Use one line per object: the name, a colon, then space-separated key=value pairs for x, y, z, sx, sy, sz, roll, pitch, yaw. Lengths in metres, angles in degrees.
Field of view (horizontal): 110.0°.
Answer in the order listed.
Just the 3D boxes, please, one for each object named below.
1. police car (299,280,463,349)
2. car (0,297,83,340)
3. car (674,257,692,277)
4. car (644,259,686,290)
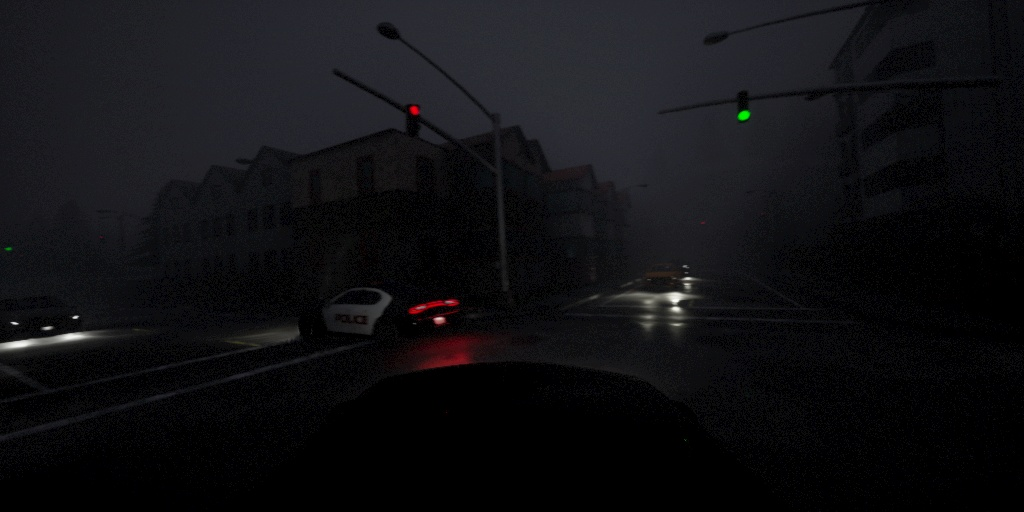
police car: x=-3.865 y=1.505 z=9.940 sx=4.974 sy=1.542 sz=2.038 roll=-3 pitch=-1 yaw=29
car: x=-19.202 y=2.364 z=14.304 sx=5.357 sy=1.411 sz=2.033 roll=-3 pitch=-1 yaw=29
car: x=15.358 y=1.002 z=33.227 sx=2.097 sy=1.767 sz=4.553 roll=-3 pitch=-1 yaw=29
car: x=9.677 y=1.220 z=22.899 sx=1.882 sy=1.535 sz=5.008 roll=-3 pitch=-1 yaw=29
